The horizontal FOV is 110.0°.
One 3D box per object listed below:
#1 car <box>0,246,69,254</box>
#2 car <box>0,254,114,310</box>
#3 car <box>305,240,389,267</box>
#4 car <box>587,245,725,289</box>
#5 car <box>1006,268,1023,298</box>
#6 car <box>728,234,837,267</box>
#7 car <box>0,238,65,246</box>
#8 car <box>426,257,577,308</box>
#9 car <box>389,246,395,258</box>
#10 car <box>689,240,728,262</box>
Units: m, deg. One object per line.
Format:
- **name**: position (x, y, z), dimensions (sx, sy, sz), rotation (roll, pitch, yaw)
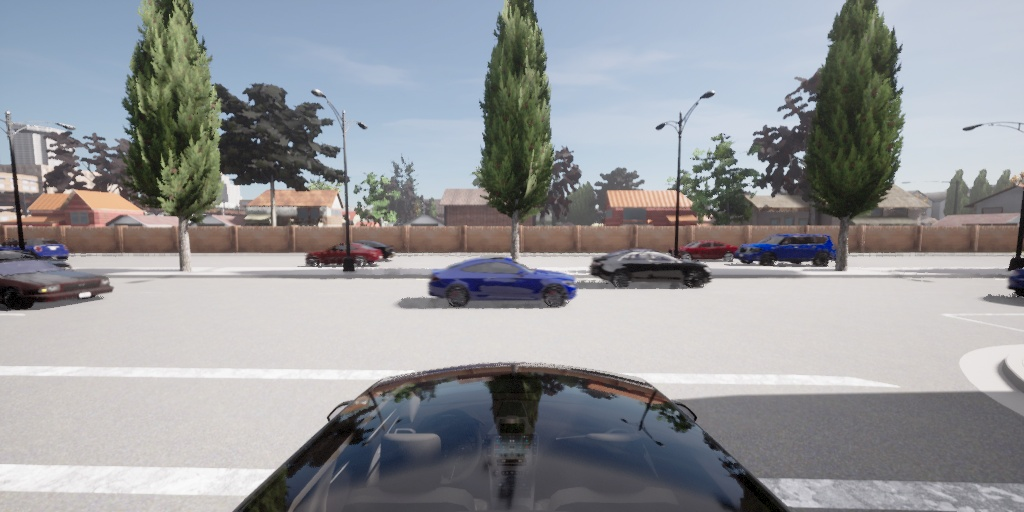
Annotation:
- **car**: position (-21.169, 0.498, 14.787), dimensions (4.892, 1.490, 1.837), rotation (0, 4, 0)
- **car**: position (-15.892, 0.806, 11.174), dimensions (5.357, 1.411, 2.033), rotation (0, 4, 2)
- **car**: position (-10.710, -0.082, 22.974), dimensions (4.674, 1.442, 1.812), rotation (0, 4, 0)
- **car**: position (5.623, 0.478, 14.842), dimensions (4.902, 1.511, 2.128), rotation (0, 4, 0)
- **car**: position (18.830, 0.768, 11.396), dimensions (4.674, 1.442, 1.812), rotation (0, 4, 0)
- **car**: position (17.504, -0.390, 23.022), dimensions (5.566, 2.045, 2.150), rotation (0, 4, 0)
- **car**: position (-35.932, -0.509, 26.416), dimensions (4.553, 1.767, 2.097), rotation (0, 4, 0)
- **car**: position (-0.315, 0.758, 11.344), dimensions (4.674, 1.442, 1.812), rotation (0, 4, 0)
- **car**: position (-11.225, -0.387, 26.473), dimensions (5.008, 1.535, 1.882), rotation (0, 4, 0)
- **car**: position (14.103, -0.391, 26.524), dimensions (5.008, 1.535, 1.882), rotation (0, 4, 0)
